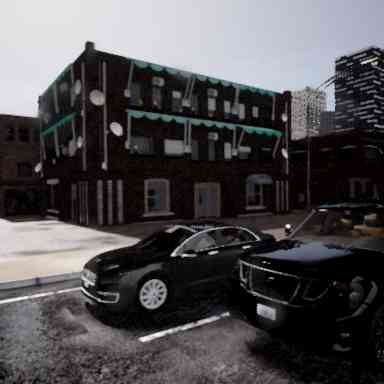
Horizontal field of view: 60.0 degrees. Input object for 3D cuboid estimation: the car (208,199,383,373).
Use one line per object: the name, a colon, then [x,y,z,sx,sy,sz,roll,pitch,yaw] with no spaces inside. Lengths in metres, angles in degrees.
car: [3.171,1.180,5.963,5.566,2.045,2.150,0,0,-37]

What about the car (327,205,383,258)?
car: [7.630,1.381,13.114,5.008,1.535,1.882,0,0,-35]

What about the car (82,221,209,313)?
car: [-0.007,1.475,7.675,4.892,1.490,1.837,0,0,-35]
